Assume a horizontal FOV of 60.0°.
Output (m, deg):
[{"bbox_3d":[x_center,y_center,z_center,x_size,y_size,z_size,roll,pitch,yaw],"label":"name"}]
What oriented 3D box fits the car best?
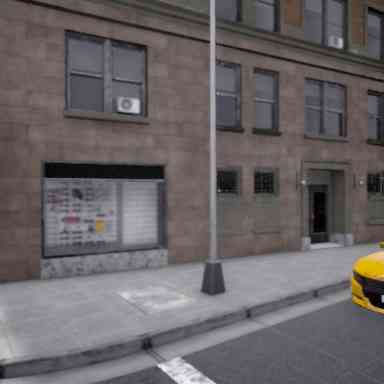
[{"bbox_3d":[5.230,1.476,6.803,5.008,1.535,1.882,0,0,-35],"label":"car"}]
